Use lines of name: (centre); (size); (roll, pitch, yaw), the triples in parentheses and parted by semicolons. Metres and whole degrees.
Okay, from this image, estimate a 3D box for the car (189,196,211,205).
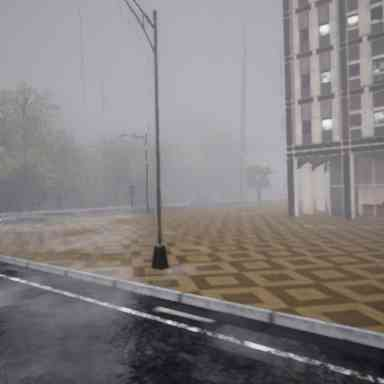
car: (1.407, 1.431, 57.236); (1.882, 1.535, 5.008); (-2, -1, 36)
